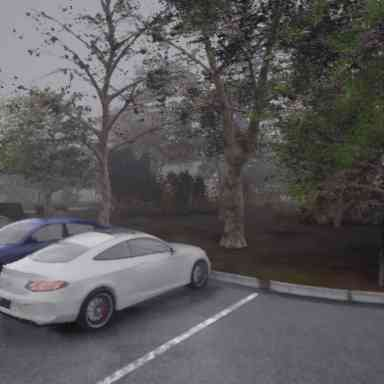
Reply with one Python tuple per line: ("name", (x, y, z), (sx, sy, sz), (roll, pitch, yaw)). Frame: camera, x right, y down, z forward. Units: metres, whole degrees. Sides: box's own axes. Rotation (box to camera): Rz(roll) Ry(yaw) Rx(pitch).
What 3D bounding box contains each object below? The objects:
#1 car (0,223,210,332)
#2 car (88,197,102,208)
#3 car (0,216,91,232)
("car", (-1.444, 1.490, 6.844), (2.002, 1.452, 4.674), (0, 0, 36))
("car", (-9.899, 1.097, 39.010), (1.812, 1.442, 4.674), (-3, -1, 35))
("car", (-4.002, 1.431, 8.679), (2.097, 1.535, 5.008), (0, 0, 36))
